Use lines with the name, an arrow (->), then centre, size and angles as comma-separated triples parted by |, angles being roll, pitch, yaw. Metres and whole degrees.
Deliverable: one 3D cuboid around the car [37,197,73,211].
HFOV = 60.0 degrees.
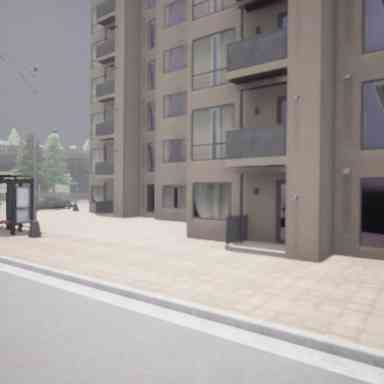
car -> -14.557, 1.179, 34.697 | 1.994, 1.385, 4.181 | 1, 0, 36
